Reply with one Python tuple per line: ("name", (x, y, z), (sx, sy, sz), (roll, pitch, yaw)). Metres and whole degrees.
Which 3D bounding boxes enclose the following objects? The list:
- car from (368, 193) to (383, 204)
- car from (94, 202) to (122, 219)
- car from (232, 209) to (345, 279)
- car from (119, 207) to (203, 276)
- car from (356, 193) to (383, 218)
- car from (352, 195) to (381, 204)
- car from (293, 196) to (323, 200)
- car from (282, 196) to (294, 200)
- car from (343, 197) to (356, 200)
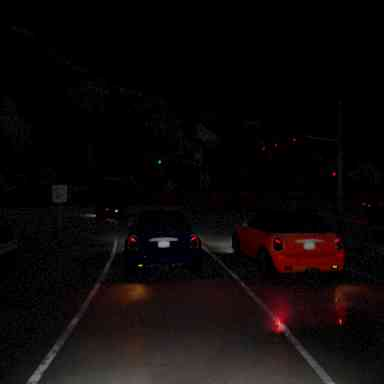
("car", (35.401, 1.163, 60.936), (5.566, 2.045, 2.150), (0, 0, -16))
("car", (-7.423, 1.588, 30.032), (1.994, 1.385, 4.181), (0, 0, -30))
("car", (2.679, 1.348, 10.298), (2.097, 1.767, 4.553), (0, 0, -6))
("car", (-0.999, 1.356, 10.617), (2.097, 1.767, 4.553), (0, 0, -8))
("car", (17.062, 1.191, 27.740), (5.566, 2.045, 2.150), (0, 0, -13))
("car", (33.655, 1.420, 64.063), (5.008, 1.535, 1.882), (0, 0, -16))
("car", (20.493, 1.493, 57.435), (4.674, 1.442, 1.812), (0, 0, -12))
("car", (18.635, 1.518, 60.583), (5.357, 1.411, 2.033), (0, 0, -12))
("car", (23.467, 1.524, 50.960), (4.181, 1.385, 1.994), (0, 0, -13))
